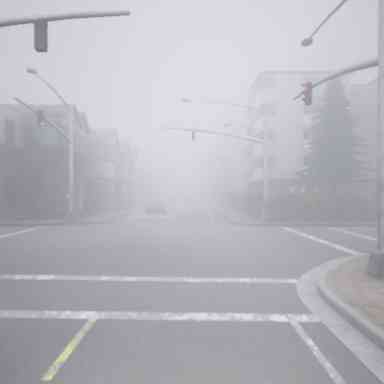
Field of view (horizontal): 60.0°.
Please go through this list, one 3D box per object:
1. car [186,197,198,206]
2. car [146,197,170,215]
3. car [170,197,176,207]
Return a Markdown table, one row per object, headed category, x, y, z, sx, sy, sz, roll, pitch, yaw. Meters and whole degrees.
| category | x | y | z | sx | sy | sz | roll | pitch | yaw |
| --- | --- | --- | --- | --- | --- | --- | --- | --- | --- |
| car | -0.006 | 1.536 | 56.149 | 2.033 | 1.411 | 5.357 | 0 | 0 | 0 |
| car | -3.587 | 1.498 | 34.387 | 1.837 | 1.490 | 4.892 | 0 | 0 | 0 |
| car | -3.539 | 1.496 | 52.445 | 1.837 | 1.490 | 4.892 | 0 | 0 | 1 |
